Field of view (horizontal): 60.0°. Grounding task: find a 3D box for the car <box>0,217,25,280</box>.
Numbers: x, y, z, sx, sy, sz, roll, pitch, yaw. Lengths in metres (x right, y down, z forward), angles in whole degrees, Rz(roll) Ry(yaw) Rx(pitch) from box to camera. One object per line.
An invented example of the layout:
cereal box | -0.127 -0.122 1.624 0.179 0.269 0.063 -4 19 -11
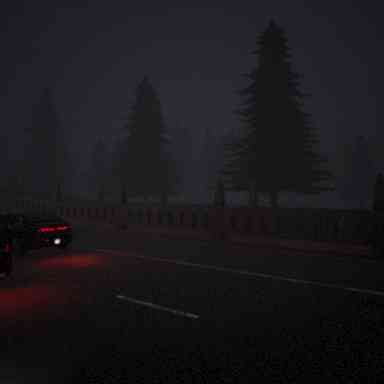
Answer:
car | -6.611 1.463 8.611 5.008 1.535 1.882 1 0 36

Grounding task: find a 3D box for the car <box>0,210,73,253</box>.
car | -6.642 1.472 12.937 4.892 1.490 1.837 0 0 36
